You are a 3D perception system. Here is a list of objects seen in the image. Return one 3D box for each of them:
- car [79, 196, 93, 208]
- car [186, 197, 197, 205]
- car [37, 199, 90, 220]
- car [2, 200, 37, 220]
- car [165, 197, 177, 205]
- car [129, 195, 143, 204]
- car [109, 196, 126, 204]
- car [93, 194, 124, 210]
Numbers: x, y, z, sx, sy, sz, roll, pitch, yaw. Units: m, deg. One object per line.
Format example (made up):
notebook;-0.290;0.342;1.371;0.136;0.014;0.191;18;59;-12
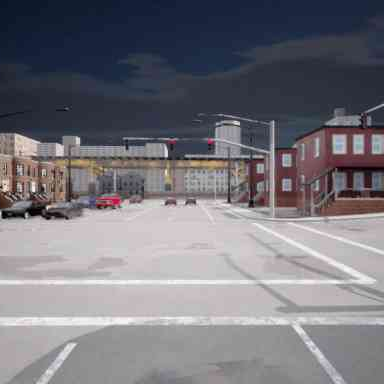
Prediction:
car;-14.224;1.350;44.254;2.097;1.767;4.553;0;0;0
car;-0.170;1.526;58.582;1.812;1.442;4.674;0;0;0
car;-10.627;1.547;27.943;2.033;1.411;5.357;0;0;-1
car;-14.182;1.478;28.377;1.882;1.535;5.008;0;0;0
car;-3.565;1.526;56.764;1.812;1.442;4.674;0;0;0
car;-10.686;1.351;63.707;2.097;1.767;4.553;0;0;0
car;-14.188;1.495;63.538;2.128;1.511;4.902;0;0;0
car;-10.724;1.222;43.268;2.150;2.045;5.566;0;0;0
